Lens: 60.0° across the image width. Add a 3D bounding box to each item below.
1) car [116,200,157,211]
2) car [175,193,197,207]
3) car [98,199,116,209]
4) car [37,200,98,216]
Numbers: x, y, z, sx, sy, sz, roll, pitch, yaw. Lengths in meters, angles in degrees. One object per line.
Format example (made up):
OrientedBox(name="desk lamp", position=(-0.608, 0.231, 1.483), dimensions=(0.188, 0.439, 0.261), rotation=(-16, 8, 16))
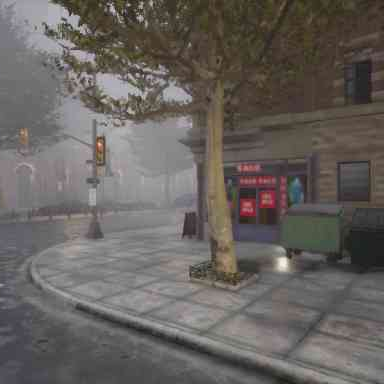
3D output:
OrientedBox(name="car", position=(-6.600, 1.601, 41.234), dimensions=(1.895, 1.301, 4.718), rotation=(0, 0, 36))
OrientedBox(name="car", position=(-0.258, 1.221, 49.902), dimensions=(2.150, 2.045, 5.566), rotation=(0, 0, 36))
OrientedBox(name="car", position=(-11.998, 1.595, 45.119), dimensions=(1.895, 1.301, 4.718), rotation=(0, 0, 36))
OrientedBox(name="car", position=(-12.499, 1.547, 33.152), dimensions=(2.033, 1.411, 5.357), rotation=(0, 0, 36))
